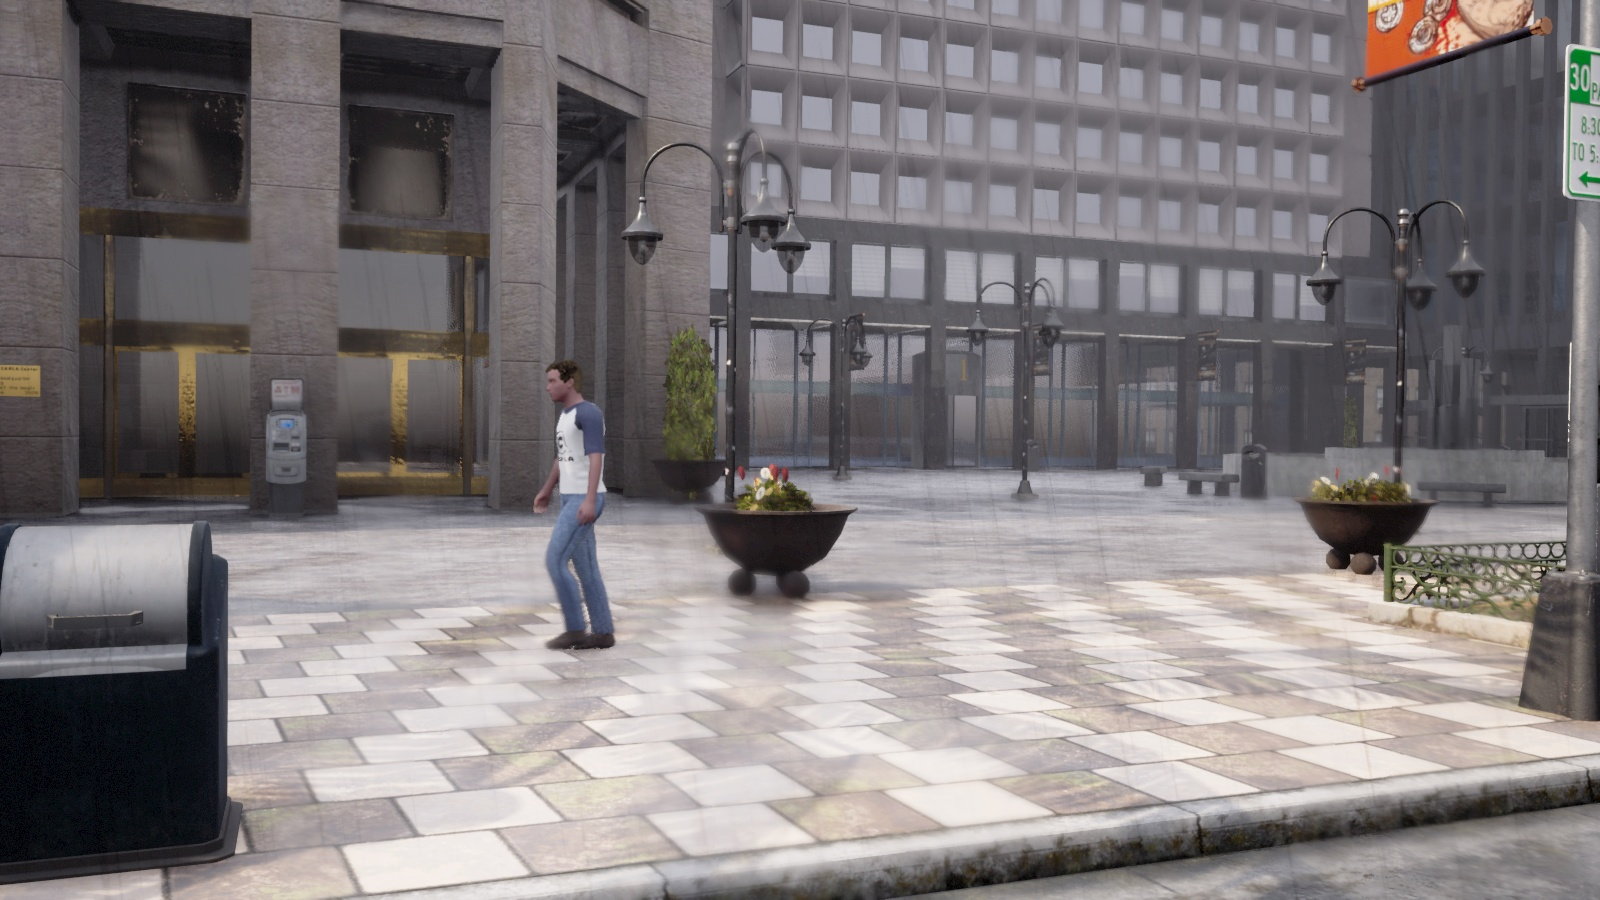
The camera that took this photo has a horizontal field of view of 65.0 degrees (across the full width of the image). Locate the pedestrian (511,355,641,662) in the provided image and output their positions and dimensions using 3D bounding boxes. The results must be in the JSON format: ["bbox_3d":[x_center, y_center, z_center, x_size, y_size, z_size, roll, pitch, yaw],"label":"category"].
[{"bbox_3d":[-1.392,0.343,7.798,0.706,1.836,0.354,-1,1,-25],"label":"pedestrian"}]
